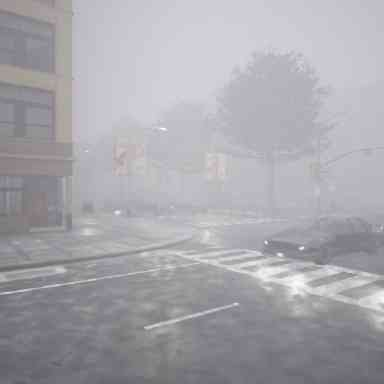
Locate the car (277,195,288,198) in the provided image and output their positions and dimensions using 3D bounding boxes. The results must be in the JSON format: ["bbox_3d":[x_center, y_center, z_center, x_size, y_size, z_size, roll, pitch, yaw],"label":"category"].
[{"bbox_3d":[18.256,1.320,69.210,2.002,1.452,4.674,0,0,-36],"label":"car"}]

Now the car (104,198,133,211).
[{"bbox_3d":[-9.632,1.505,42.027,1.837,1.490,4.892,0,0,-35],"label":"car"}]

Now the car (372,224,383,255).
[{"bbox_3d":[7.134,1.504,9.095,4.892,1.490,1.837,0,0,-36],"label":"car"}]

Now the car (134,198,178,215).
[{"bbox_3d":[-3.736,1.601,33.803,1.895,1.301,4.718,0,0,-36],"label":"car"}]

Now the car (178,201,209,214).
[{"bbox_3d":[-0.277,1.601,34.989,1.895,1.301,4.718,0,0,-36],"label":"car"}]

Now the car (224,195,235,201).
[{"bbox_3d":[7.772,1.413,76.682,2.161,1.482,4.786,0,0,-36],"label":"car"}]

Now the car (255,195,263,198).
[{"bbox_3d":[17.416,1.463,83.141,1.895,1.301,4.718,0,0,-36],"label":"car"}]

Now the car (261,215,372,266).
[{"bbox_3d":[4.881,1.547,11.782,5.357,1.411,2.033,0,0,-35],"label":"car"}]
